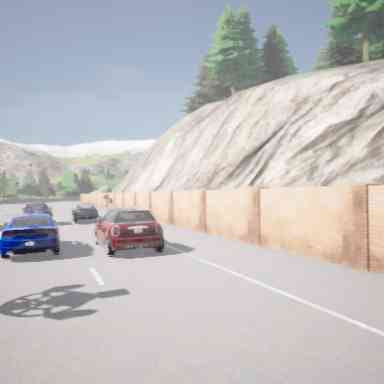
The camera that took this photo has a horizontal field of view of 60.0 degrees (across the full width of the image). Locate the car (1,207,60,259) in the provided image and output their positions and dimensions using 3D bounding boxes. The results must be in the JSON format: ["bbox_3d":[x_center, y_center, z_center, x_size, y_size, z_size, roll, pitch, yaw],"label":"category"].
[{"bbox_3d":[-6.469,1.608,13.512,1.882,1.535,5.008,-1,0,-24],"label":"car"}]

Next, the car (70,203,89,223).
[{"bbox_3d":[-8.964,1.702,27.559,2.128,1.511,4.902,-1,0,-24],"label":"car"}]

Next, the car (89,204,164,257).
[{"bbox_3d":[-2.772,1.431,13.802,2.097,1.767,4.553,-1,0,-24],"label":"car"}]

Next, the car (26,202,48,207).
[{"bbox_3d":[-12.121,1.601,26.042,2.097,1.767,4.553,-1,0,-24],"label":"car"}]
